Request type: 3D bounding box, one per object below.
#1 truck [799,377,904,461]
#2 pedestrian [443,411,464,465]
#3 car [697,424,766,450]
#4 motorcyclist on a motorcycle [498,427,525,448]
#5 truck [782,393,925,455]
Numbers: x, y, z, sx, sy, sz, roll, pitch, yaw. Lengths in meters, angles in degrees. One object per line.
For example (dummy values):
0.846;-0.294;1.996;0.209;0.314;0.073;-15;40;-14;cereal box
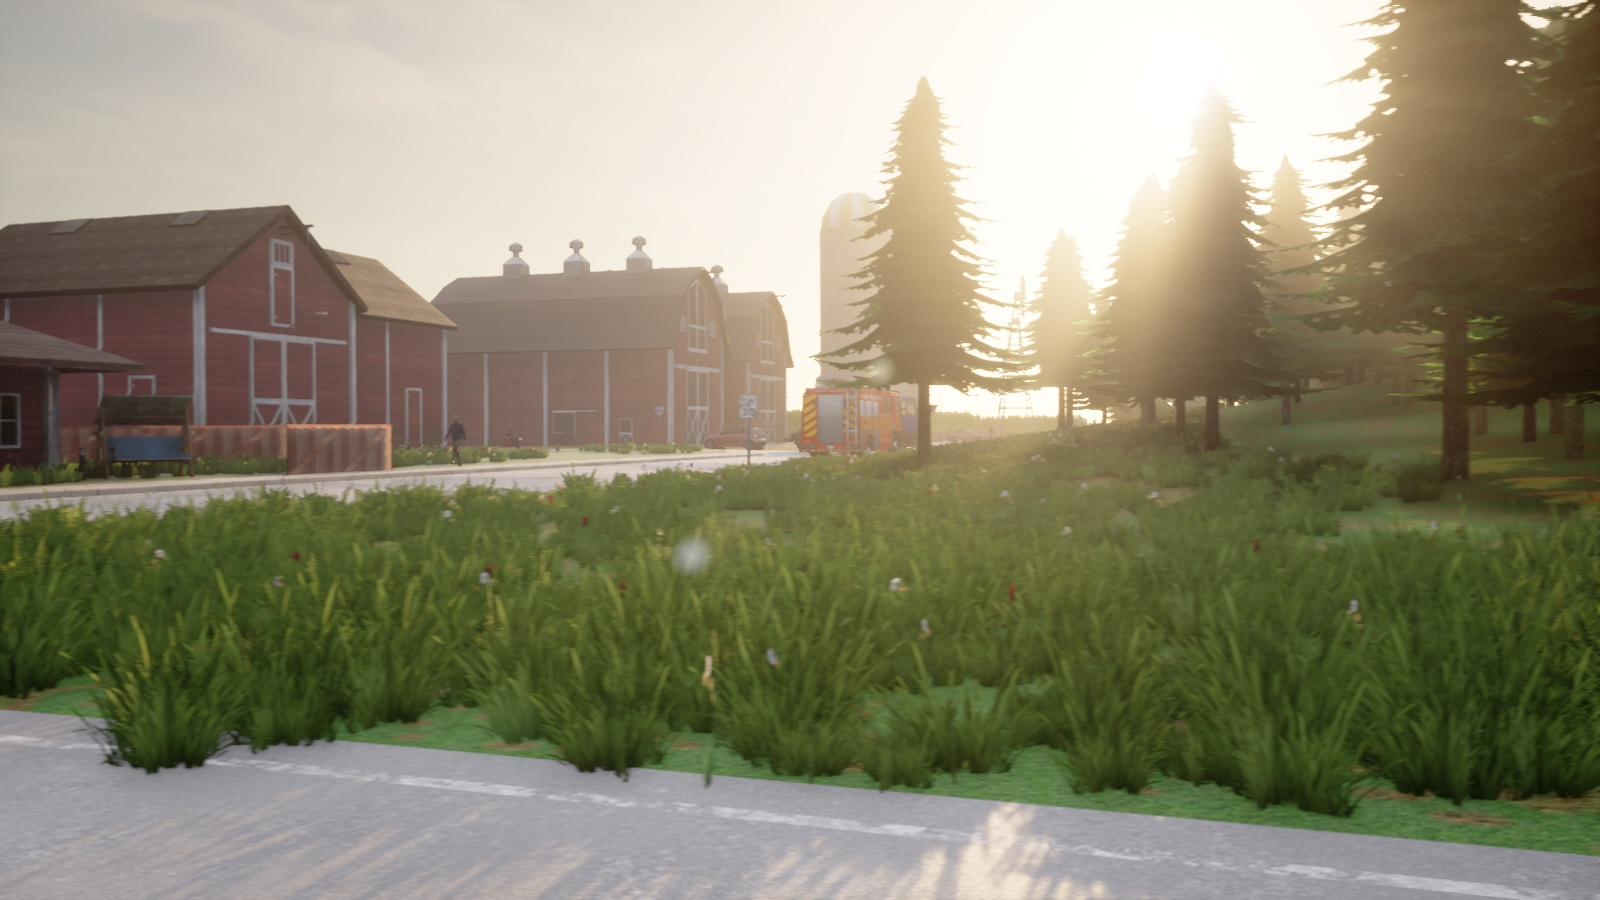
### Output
2.671;-1.467;61.580;2.891;3.827;8.468;1;1;19;truck
-12.010;-0.419;43.494;0.402;1.842;0.726;0;1;15;pedestrian
-4.406;-0.834;80.914;3.988;1.617;1.851;0;1;21;car
-21.305;-0.943;92.639;2.044;1.523;0.797;1;1;38;motorcyclist on a motorcycle
3.114;-1.527;73.893;7.936;3.462;2.891;1;1;-10;truck
